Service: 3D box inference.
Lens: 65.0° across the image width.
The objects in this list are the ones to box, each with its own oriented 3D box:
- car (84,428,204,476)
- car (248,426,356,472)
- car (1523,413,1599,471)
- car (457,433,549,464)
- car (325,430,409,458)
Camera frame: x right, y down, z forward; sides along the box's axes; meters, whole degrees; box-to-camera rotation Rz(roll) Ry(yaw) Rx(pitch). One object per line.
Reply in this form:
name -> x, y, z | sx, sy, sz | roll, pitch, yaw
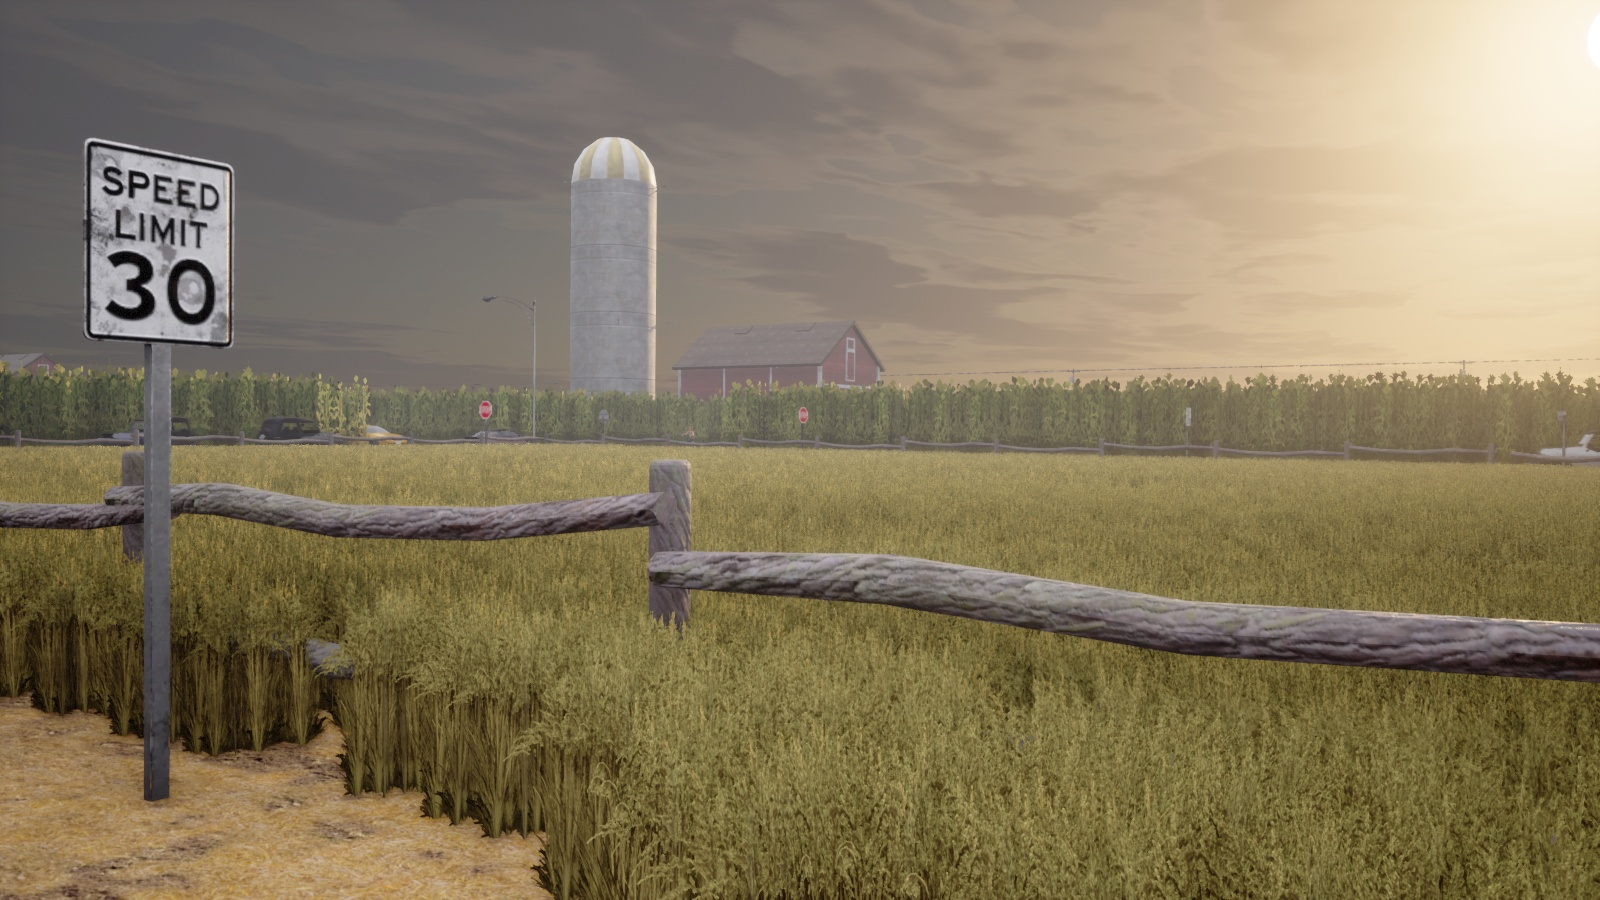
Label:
car -> -26.756, 0.040, 51.344 | 1.905, 1.878, 3.866 | 0, 1, 35
car -> -21.291, -0.073, 53.765 | 1.905, 1.878, 3.866 | 0, 1, 35
car -> 26.022, -0.271, 41.140 | 3.866, 1.878, 1.905 | 0, 1, 25
car -> -14.867, -0.101, 62.996 | 1.994, 1.385, 4.181 | 0, 2, 35
car -> -25.212, -0.358, 73.115 | 5.366, 1.575, 1.801 | 0, 1, 35
